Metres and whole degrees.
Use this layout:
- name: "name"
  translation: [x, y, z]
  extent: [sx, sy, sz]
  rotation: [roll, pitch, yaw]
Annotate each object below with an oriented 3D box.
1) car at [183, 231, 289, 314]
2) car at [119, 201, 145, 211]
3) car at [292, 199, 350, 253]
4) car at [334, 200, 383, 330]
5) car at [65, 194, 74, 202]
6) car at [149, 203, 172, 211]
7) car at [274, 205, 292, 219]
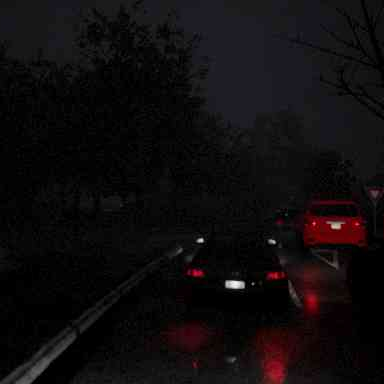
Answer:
- name: "car"
  translation: [1.013, 1.590, 7.757]
  extent: [1.994, 1.385, 4.181]
  rotation: [0, 0, 8]
- name: "car"
  translation: [-10.699, 2.469, 59.656]
  extent: [4.553, 1.767, 2.097]
  rotation: [0, -1, -2]
- name: "car"
  translation: [5.555, 1.302, 13.913]
  extent: [2.150, 2.045, 5.566]
  rotation: [0, -1, 14]
- name: "car"
  translation: [3.736, 1.223, 3.707]
  extent: [2.150, 2.045, 5.566]
  rotation: [0, 0, 4]
- name: "car"
  translation: [-32.361, 1.830, 85.697]
  extent: [1.946, 1.575, 5.366]
  rotation: [0, 2, -12]
- name: "car"
  translation: [-4.933, 2.559, 56.040]
  extent: [4.674, 1.442, 1.812]
  rotation: [-1, -2, 25]
- name: "car"
  translation: [9.595, 2.053, 34.635]
  extent: [1.812, 1.442, 4.674]
  rotation: [0, -1, 10]
